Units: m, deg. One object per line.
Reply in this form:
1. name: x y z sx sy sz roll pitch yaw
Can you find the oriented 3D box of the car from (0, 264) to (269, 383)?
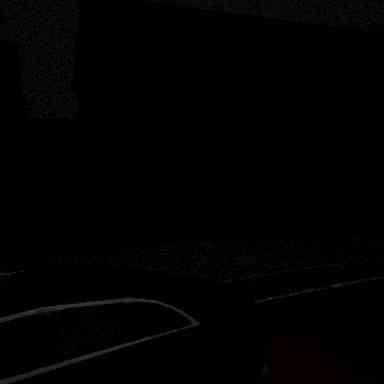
1. car: -1.564 1.468 2.665 4.902 1.511 2.128 0 0 -33
